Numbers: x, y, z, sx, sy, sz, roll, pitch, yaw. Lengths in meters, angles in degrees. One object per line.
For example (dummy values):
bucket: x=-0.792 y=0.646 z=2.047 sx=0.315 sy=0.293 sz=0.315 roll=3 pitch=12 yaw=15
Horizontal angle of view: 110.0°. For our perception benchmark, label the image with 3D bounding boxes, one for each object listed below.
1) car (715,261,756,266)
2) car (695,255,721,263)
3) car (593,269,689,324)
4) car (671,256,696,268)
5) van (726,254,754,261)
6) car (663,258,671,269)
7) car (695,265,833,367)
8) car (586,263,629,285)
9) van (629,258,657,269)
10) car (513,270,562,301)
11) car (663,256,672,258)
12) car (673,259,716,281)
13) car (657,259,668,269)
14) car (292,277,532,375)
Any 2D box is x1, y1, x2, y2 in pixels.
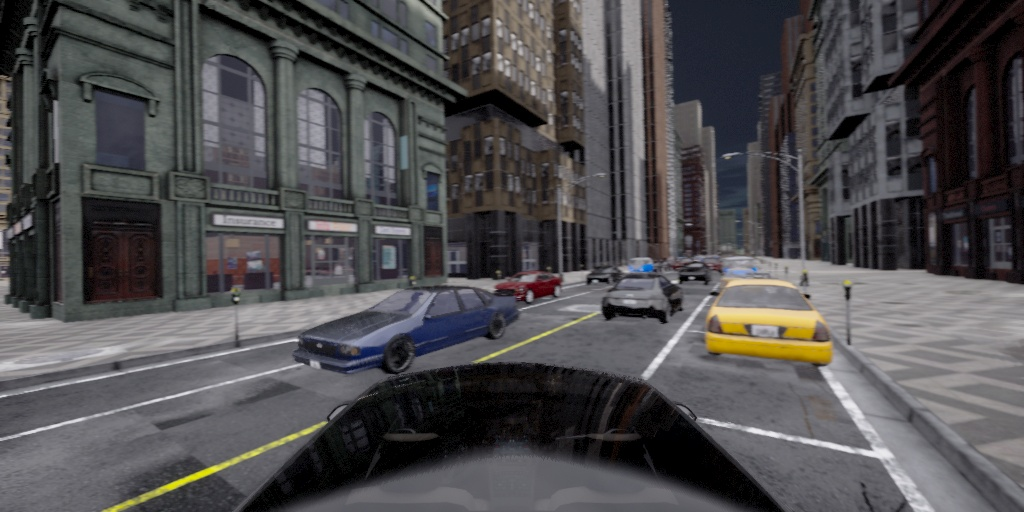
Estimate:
car: x=11.202 y=1.152 z=17.578 sx=1.751 sy=1.417 sz=4.829 roll=0 pitch=0 yaw=33
car: x=21.698 y=0.925 z=39.061 sx=2.097 sy=1.767 sz=4.553 roll=-2 pitch=-1 yaw=33
car: x=4.512 y=1.298 z=12.120 sx=1.994 sy=1.385 sz=4.181 roll=-2 pitch=-1 yaw=33
car: x=21.525 y=1.030 z=44.338 sx=2.097 sy=1.767 sz=4.553 roll=-2 pitch=-1 yaw=33
van: x=14.157 y=0.939 z=22.176 sx=1.690 sy=1.789 sz=3.998 roll=0 pitch=0 yaw=33
car: x=19.169 y=1.259 z=45.742 sx=1.948 sy=1.339 sz=4.313 roll=0 pitch=0 yaw=33
car: x=5.332 y=1.133 z=7.760 sx=1.801 sy=1.575 sz=5.366 roll=-2 pitch=-1 yaw=33
car: x=6.981 y=1.373 z=26.774 sx=1.948 sy=1.339 sz=4.313 roll=0 pitch=0 yaw=33
van: x=13.075 y=1.091 z=36.258 sx=1.690 sy=1.789 sz=3.998 roll=0 pitch=0 yaw=33
car: x=0.887 y=1.410 z=17.290 sx=1.888 sy=1.381 sz=4.507 roll=0 pitch=0 yaw=33
car: x=22.216 y=0.980 z=50.484 sx=2.192 sy=1.841 sz=5.009 roll=0 pitch=0 yaw=33
car: x=12.847 y=1.159 z=25.094 sx=1.837 sy=1.490 sz=4.892 roll=-2 pitch=-1 yaw=33
car: x=16.122 y=1.288 z=41.000 sx=1.948 sy=1.339 sz=4.313 roll=0 pitch=0 yaw=33
car: x=-1.826 y=1.396 z=8.174 sx=2.033 sy=1.411 sz=5.357 roll=-2 pitch=-1 yaw=33
